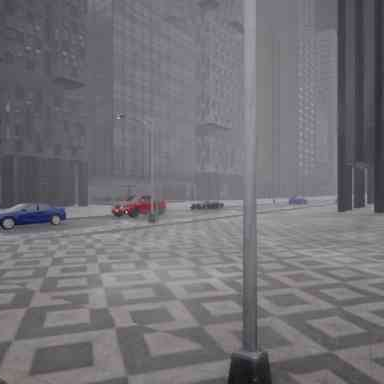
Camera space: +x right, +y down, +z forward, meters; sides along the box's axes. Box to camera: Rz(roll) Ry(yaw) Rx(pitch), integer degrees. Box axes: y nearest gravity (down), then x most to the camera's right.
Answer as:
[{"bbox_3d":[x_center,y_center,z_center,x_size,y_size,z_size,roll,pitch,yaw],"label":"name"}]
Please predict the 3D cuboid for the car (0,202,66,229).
[{"bbox_3d":[-10.745,1.458,21.743,1.882,1.535,5.008,0,0,36],"label":"car"}]

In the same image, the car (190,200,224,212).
[{"bbox_3d":[1.774,1.553,38.848,1.895,1.301,4.718,0,0,36],"label":"car"}]

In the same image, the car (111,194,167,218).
[{"bbox_3d":[-4.655,1.185,30.070,2.150,2.045,5.566,0,1,36],"label":"car"}]

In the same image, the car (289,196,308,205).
[{"bbox_3d":[17.618,1.401,55.102,1.882,1.535,5.008,0,0,36],"label":"car"}]
